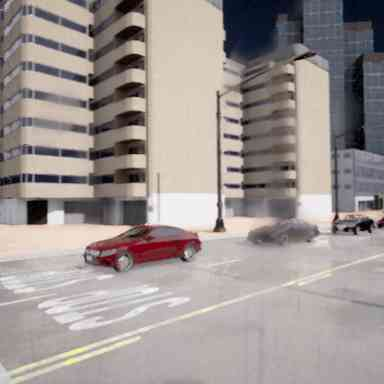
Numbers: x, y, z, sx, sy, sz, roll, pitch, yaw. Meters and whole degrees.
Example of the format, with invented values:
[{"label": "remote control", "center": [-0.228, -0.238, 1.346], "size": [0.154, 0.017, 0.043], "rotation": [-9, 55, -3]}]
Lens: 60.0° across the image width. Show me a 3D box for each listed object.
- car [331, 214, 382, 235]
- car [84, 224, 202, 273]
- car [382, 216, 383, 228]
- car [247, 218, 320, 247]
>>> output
[{"label": "car", "center": [12.525, 2.479, 25.753], "size": [4.902, 1.511, 2.128], "rotation": [3, -3, -43]}, {"label": "car", "center": [-1.618, 1.931, 12.334], "size": [4.674, 1.442, 1.812], "rotation": [2, -3, -44]}, {"label": "car", "center": [19.842, 2.881, 32.649], "size": [4.181, 1.385, 1.994], "rotation": [2, -3, -43]}, {"label": "car", "center": [5.388, 2.212, 18.993], "size": [5.357, 1.411, 2.033], "rotation": [2, -3, -44]}]
